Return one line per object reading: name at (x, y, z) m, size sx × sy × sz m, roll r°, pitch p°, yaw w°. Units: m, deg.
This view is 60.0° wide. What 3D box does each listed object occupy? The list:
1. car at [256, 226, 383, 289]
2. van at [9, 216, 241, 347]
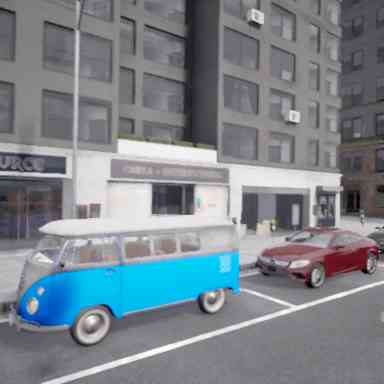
car at (3.678, 1.667, 9.385) m, size 4.206 × 1.307 × 1.802 m, roll 1°, pitch 0°, yaw -36°
van at (-0.935, 1.368, 6.089) m, size 3.998 × 1.788 × 1.690 m, roll 1°, pitch 0°, yaw -36°
